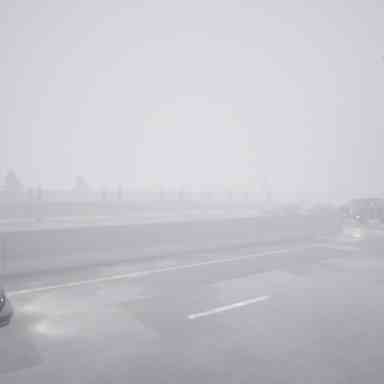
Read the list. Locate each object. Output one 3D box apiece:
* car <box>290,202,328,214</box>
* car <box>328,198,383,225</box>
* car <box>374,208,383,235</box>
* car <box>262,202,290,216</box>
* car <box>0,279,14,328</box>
[{"bbox_3d":[11.329,1.759,29.373,4.902,1.511,2.128,3,-2,-36],"label":"car"},{"bbox_3d":[13.809,1.502,26.849,5.566,2.045,2.150,3,-2,-36],"label":"car"},{"bbox_3d":[11.362,1.601,16.225,5.357,1.411,2.033,1,-1,-36],"label":"car"},{"bbox_3d":[8.900,1.735,31.936,5.008,1.535,1.882,3,-2,-36],"label":"car"},{"bbox_3d":[-5.359,1.562,4.206,5.357,1.411,2.033,0,0,-36],"label":"car"}]
